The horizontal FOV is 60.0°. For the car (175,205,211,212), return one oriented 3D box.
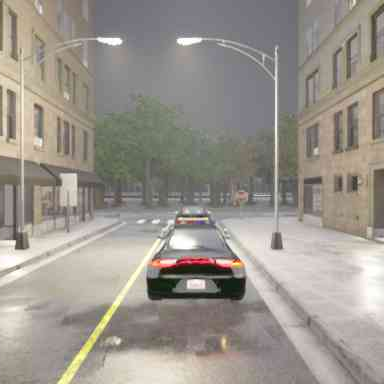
[{"bbox_3d":[0.052,1.476,18.081,2.128,1.511,4.902,0,0,0],"label":"car"}]

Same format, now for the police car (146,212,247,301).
[{"bbox_3d":[0.077,1.497,8.441,2.038,1.542,4.974,0,0,0],"label":"police car"}]
